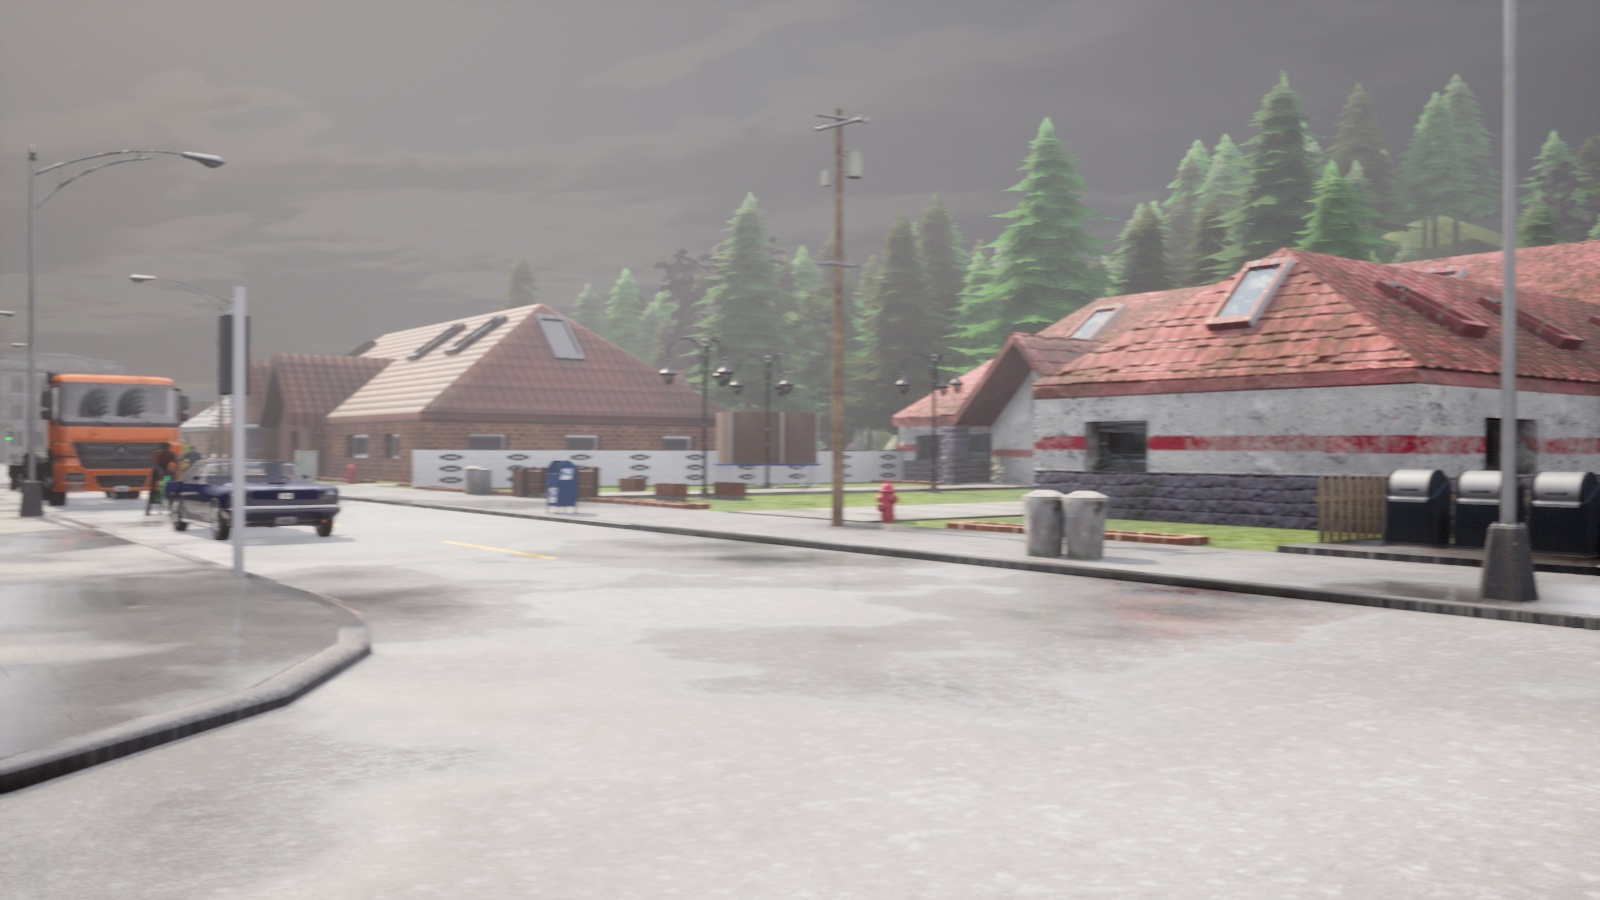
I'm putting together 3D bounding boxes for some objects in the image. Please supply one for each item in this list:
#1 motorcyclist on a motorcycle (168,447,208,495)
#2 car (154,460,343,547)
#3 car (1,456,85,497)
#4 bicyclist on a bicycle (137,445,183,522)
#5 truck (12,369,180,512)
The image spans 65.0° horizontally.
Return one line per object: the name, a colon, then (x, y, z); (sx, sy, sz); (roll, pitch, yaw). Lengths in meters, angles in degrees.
motorcyclist on a motorcycle: (-20.920, 0.703, 42.907); (0.866, 1.590, 1.817); (0, 1, -38)
car: (-9.674, 0.847, 21.817); (1.895, 1.301, 4.718); (0, 0, -38)
car: (-25.703, 0.853, 42.554); (1.895, 1.301, 4.718); (0, 0, -38)
bicyclist on a bicycle: (-13.957, 0.701, 27.361); (0.582, 1.620, 1.656); (0, 0, -38)
truck: (-19.527, -0.232, 34.568); (2.891, 3.462, 7.936); (0, 0, -38)
